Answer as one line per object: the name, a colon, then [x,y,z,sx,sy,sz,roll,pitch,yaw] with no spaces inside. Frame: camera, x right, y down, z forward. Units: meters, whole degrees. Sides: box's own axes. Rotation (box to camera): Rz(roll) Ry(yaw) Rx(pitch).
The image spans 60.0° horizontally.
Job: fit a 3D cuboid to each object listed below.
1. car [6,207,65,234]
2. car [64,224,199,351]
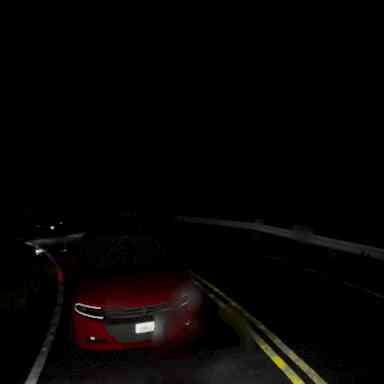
car: [-9.054,1.670,18.999,4.892,1.490,1.837,-1,2,43]
car: [-1.404,1.485,6.654,1.882,1.535,5.008,-1,0,-19]
